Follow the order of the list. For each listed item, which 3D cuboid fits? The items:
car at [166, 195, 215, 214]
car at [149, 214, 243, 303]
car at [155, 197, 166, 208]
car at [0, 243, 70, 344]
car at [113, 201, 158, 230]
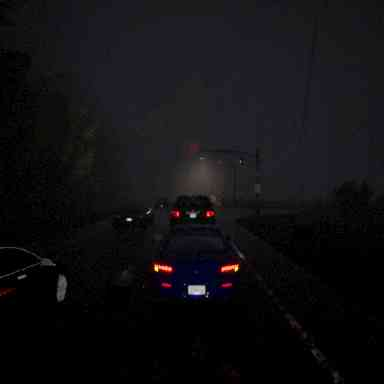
[{"bbox_3d":[0.036,1.157,17.643,2.150,2.045,5.566,0,0,0],"label":"car"},{"bbox_3d":[0.076,1.497,7.978,1.812,1.442,4.674,0,0,0],"label":"car"},{"bbox_3d":[-3.555,1.354,41.452,1.837,1.490,4.892,0,1,0],"label":"car"},{"bbox_3d":[-3.420,1.486,4.942,1.837,1.490,4.892,0,0,0],"label":"car"},{"bbox_3d":[-3.476,1.490,20.360,1.994,1.385,4.181,0,0,0],"label":"car"}]
